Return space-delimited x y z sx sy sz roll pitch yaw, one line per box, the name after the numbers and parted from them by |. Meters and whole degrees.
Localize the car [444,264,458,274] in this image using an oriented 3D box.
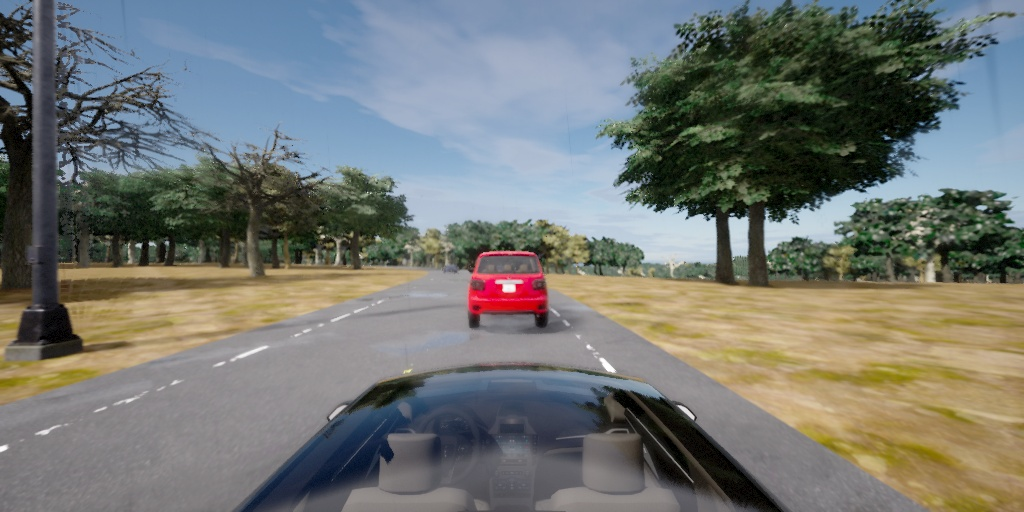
-9.023 1.872 52.798 1.994 1.385 4.181 0 -1 -12 | car

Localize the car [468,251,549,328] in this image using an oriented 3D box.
-0.180 0.928 11.422 2.150 2.045 5.566 0 -1 -2 | car
